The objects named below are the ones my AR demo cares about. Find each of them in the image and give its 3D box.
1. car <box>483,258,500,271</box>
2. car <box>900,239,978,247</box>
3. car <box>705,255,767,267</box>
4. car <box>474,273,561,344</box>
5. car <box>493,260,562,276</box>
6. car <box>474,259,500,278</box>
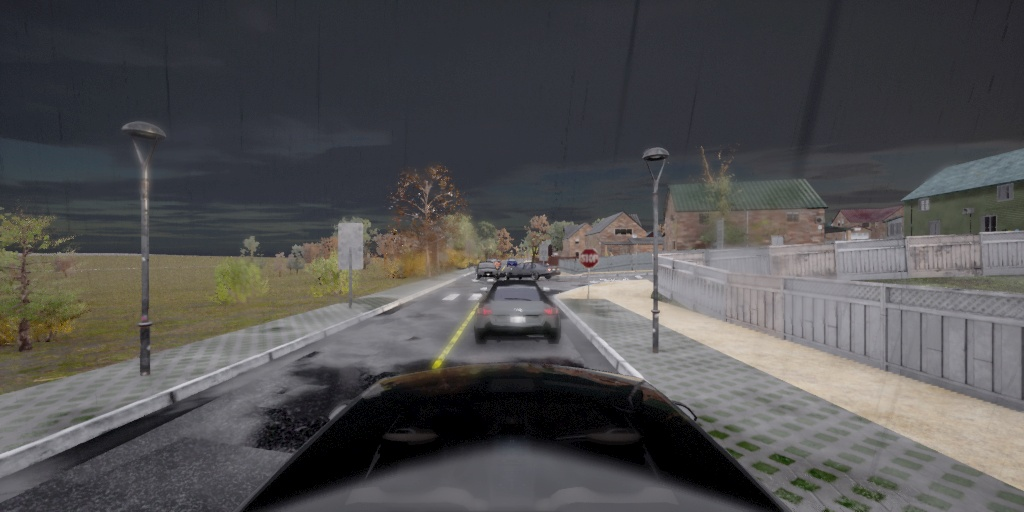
[{"bbox_3d":[-2.843,1.120,51.309,2.097,1.767,4.553,0,0,1],"label":"car"},{"bbox_3d":[23.889,-0.208,20.532,4.902,1.511,2.128,-3,0,14],"label":"car"},{"bbox_3d":[14.389,0.413,22.954,4.181,1.385,1.994,-3,0,16],"label":"car"},{"bbox_3d":[0.103,1.313,9.565,1.994,1.385,4.181,0,0,-1],"label":"car"},{"bbox_3d":[1.339,1.197,28.579,5.357,1.411,2.033,-4,-3,43],"label":"car"},{"bbox_3d":[-2.248,1.257,31.491,1.837,1.490,4.892,0,0,-8],"label":"car"}]
